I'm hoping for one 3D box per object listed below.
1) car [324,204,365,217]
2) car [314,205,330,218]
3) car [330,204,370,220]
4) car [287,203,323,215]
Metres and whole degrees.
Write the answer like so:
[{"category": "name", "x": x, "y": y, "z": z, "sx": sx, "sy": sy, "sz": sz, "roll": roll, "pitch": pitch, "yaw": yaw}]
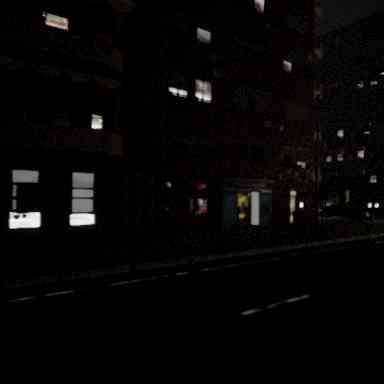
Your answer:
[{"category": "car", "x": 18.592, "y": 2.221, "z": 40.810, "sx": 1.802, "sy": 1.307, "sz": 4.206, "roll": 0, "pitch": -1, "yaw": -37}, {"category": "car", "x": 11.620, "y": 1.878, "z": 35.694, "sx": 2.192, "sy": 1.841, "sz": 5.009, "roll": 0, "pitch": -1, "yaw": -37}, {"category": "car", "x": 15.847, "y": 2.037, "z": 34.612, "sx": 2.128, "sy": 1.511, "sz": 4.902, "roll": 1, "pitch": -1, "yaw": -35}, {"category": "car", "x": 15.279, "y": 2.274, "z": 45.285, "sx": 1.947, "sy": 1.339, "sz": 4.313, "roll": 0, "pitch": -1, "yaw": -37}]
